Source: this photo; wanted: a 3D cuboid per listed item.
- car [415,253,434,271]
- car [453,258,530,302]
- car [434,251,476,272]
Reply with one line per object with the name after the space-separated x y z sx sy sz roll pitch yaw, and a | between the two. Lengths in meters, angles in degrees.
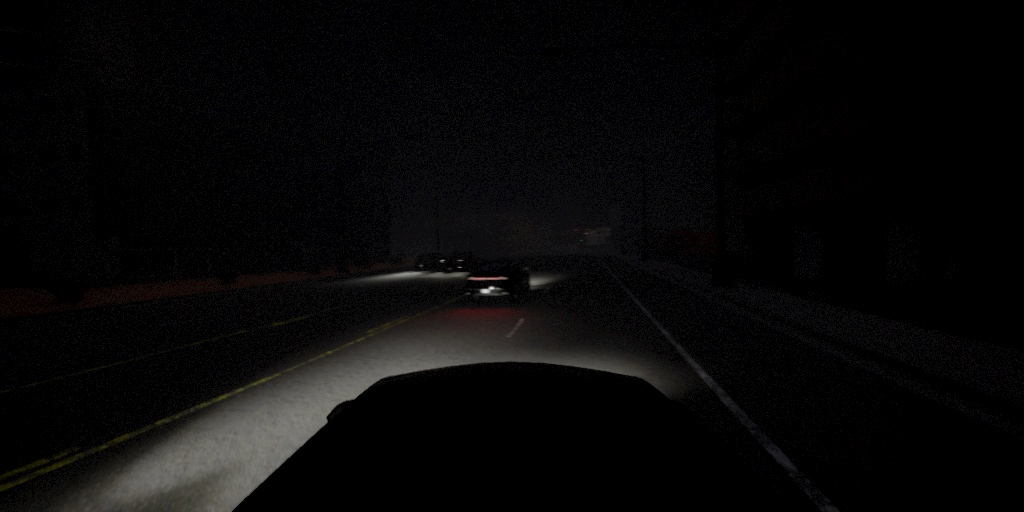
-7.471 0.504 33.877 2.128 1.511 4.902 -1 2 12 | car
-0.440 0.918 14.778 2.128 1.511 4.902 -1 2 11 | car
-4.537 0.383 30.757 2.097 1.767 4.553 -1 2 12 | car
